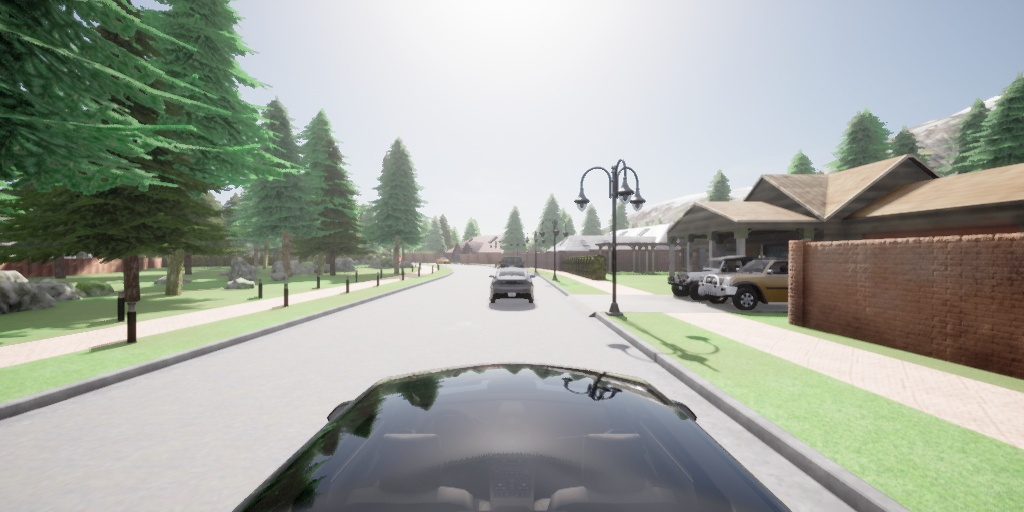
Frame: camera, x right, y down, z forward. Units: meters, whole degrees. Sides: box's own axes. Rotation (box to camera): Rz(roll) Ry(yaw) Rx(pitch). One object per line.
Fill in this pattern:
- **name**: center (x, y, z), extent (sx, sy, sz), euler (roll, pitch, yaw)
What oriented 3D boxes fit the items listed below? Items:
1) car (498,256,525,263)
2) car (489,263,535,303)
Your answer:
- **car**: center (-0.003, 1.008, 31.496), extent (2.150, 2.045, 5.566), euler (0, 0, 0)
- **car**: center (0.000, 1.266, 16.453), extent (1.837, 1.490, 4.892), euler (0, 0, 0)
